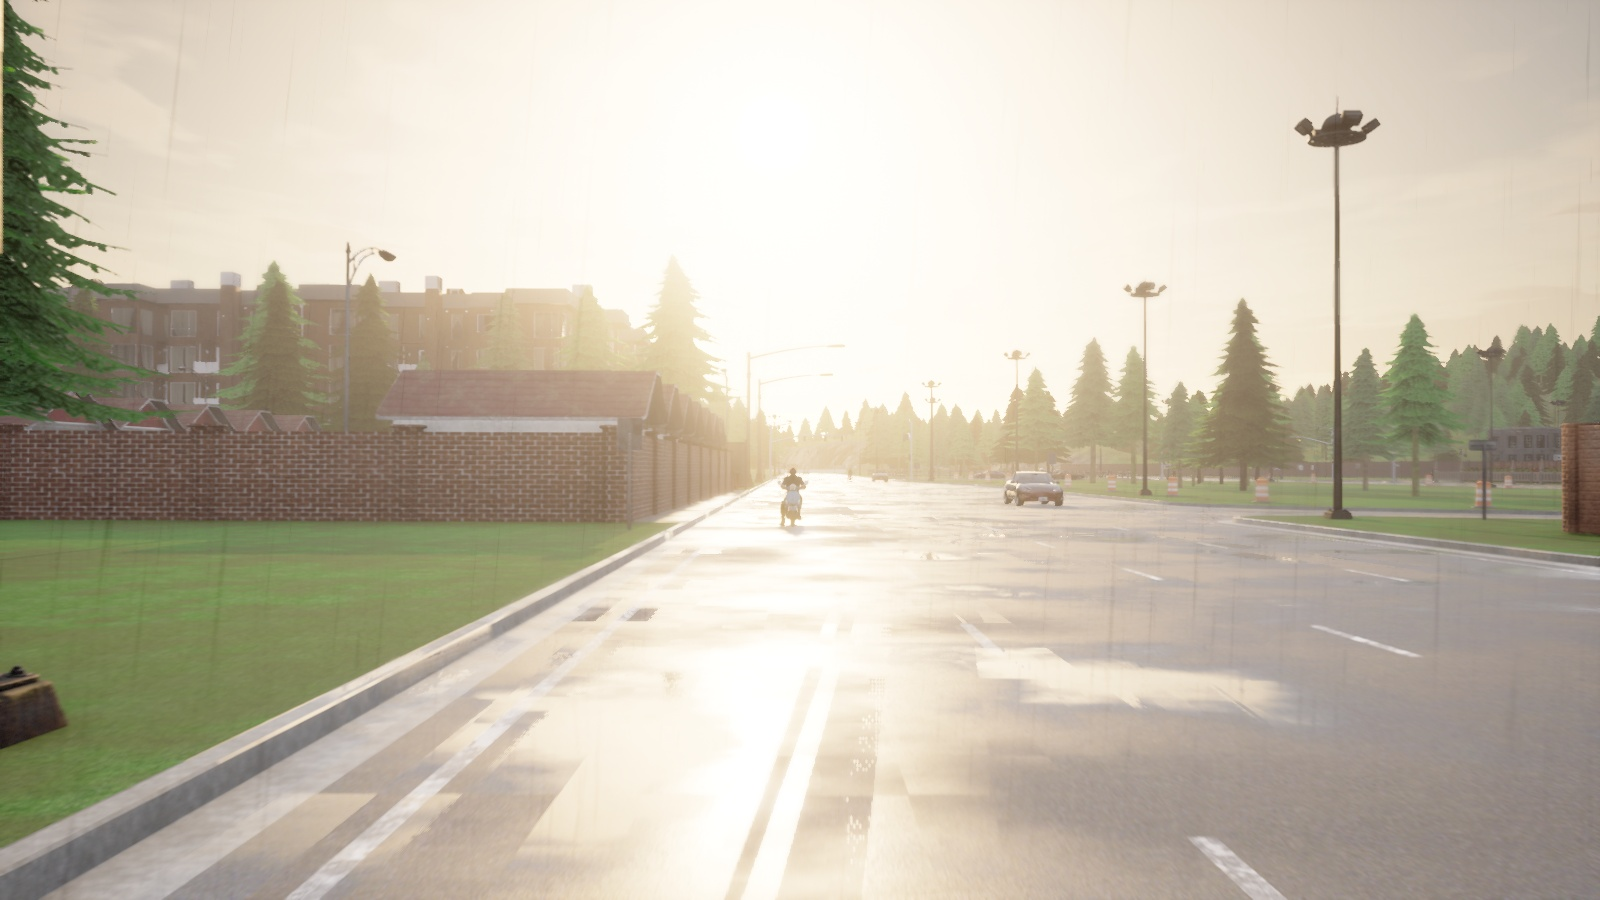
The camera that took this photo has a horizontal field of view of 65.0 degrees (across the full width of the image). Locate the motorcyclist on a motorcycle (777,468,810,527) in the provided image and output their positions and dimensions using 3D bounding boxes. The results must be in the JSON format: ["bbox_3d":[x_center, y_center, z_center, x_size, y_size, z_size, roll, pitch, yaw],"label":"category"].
[{"bbox_3d":[-0.182,1.280,34.441,0.866,1.590,1.817,0,-1,0],"label":"motorcyclist on a motorcycle"}]

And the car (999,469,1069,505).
[{"bbox_3d":[10.216,1.594,55.146,2.163,1.488,4.792,0,-1,0],"label":"car"}]
